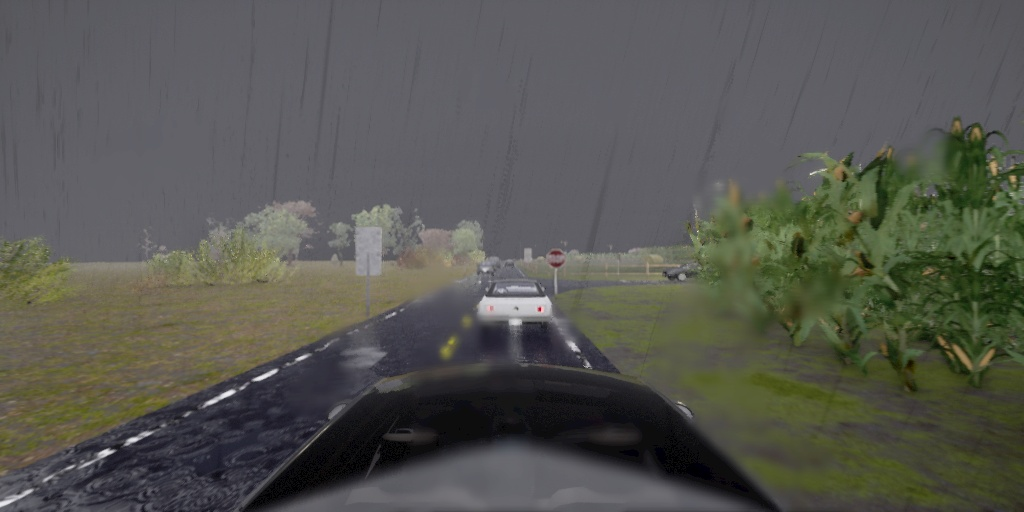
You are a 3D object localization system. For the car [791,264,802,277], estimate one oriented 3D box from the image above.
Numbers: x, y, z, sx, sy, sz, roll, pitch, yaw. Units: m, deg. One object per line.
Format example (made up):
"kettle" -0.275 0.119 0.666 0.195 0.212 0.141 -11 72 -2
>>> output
"car" 24.222 1.137 28.392 5.357 1.411 2.033 -1 -1 -1

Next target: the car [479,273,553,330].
"car" 0.100 1.373 11.213 1.895 1.301 4.718 0 0 0

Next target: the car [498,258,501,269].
"car" -3.089 1.377 50.653 2.128 1.511 4.902 0 0 -1

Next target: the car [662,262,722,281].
"car" 14.392 1.189 28.242 4.892 1.490 1.837 -1 -1 -1

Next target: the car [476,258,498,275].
"car" -2.946 1.343 40.717 2.128 1.511 4.902 0 0 -2
